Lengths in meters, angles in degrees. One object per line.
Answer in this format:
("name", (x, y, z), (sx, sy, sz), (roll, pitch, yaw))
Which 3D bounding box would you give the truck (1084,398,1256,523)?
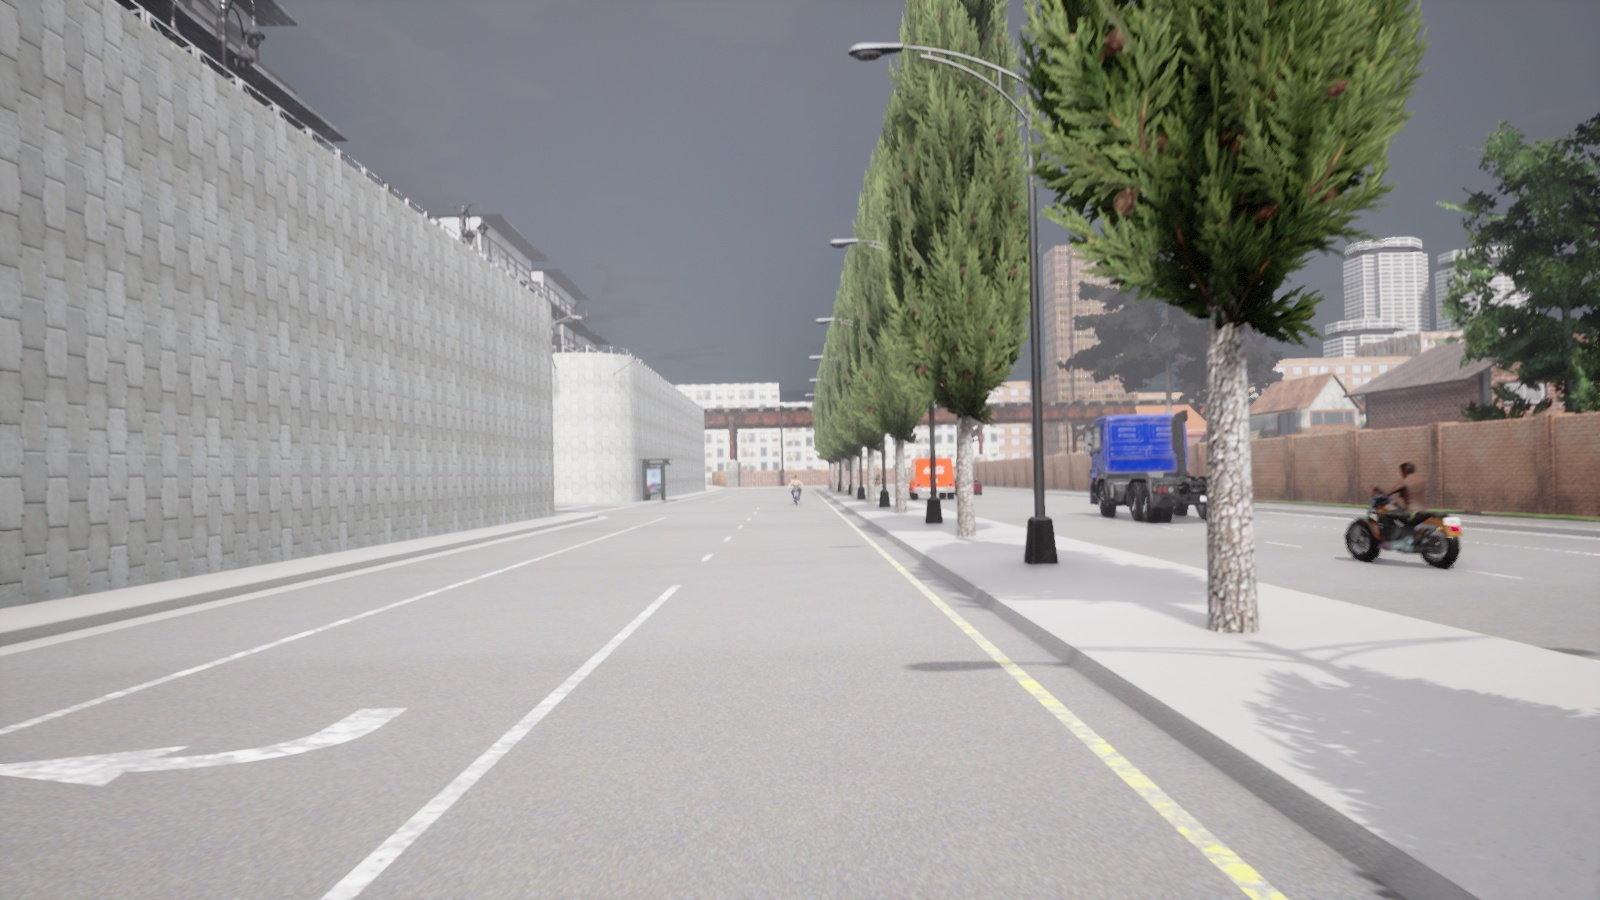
("truck", (11.341, 0.384, 39.430), (2.891, 3.462, 7.936), (-2, -1, 0))

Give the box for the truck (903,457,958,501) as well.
("truck", (7.753, 1.739, 75.161), (2.627, 2.467, 5.204), (-2, -1, 0))

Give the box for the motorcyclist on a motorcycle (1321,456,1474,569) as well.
("motorcyclist on a motorcycle", (9.312, 0.957, 19.711), (0.766, 1.649, 2.350), (-1, -1, -15))

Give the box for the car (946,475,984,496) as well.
("car", (11.237, 2.418, 85.964), (1.994, 1.385, 4.181), (-2, -1, 0))
